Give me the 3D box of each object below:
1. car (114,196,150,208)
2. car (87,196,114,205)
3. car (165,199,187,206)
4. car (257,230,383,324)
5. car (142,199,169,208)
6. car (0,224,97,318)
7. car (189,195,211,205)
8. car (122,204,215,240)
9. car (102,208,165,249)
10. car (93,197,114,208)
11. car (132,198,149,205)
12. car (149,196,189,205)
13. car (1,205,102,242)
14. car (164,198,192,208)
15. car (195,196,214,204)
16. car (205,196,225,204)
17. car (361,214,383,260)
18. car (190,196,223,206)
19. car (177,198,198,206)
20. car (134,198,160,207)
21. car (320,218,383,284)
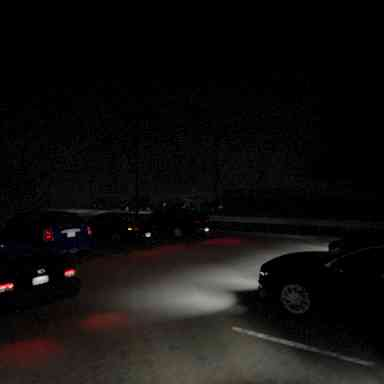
[{"bbox_3d":[-8.210,1.572,48.532,2.150,2.045,5.566,-1,0,35],"label":"car"},{"bbox_3d":[-13.895,1.642,52.615,2.150,2.045,5.566,-1,0,35],"label":"car"},{"bbox_3d":[-3.127,2.019,67.292,1.895,1.301,4.718,-1,0,36],"label":"car"},{"bbox_3d":[3.551,1.510,5.758,4.892,1.490,1.837,0,0,36],"label":"car"},{"bbox_3d":[-6.262,1.986,57.151,1.895,1.301,4.718,-1,0,36],"label":"car"},{"bbox_3d":[-4.711,1.628,7.343,5.357,1.411,2.033,-1,0,36],"label":"car"},{"bbox_3d":[0.162,1.536,54.109,2.150,2.045,5.566,-1,0,37],"label":"car"},{"bbox_3d":[-1.238,1.618,17.773,4.892,1.490,1.837,-1,0,36],"label":"car"},{"bbox_3d":[-3.715,1.644,15.235,4.674,1.442,1.812,-1,0,35],"label":"car"},{"bbox_3d":[-11.710,1.877,49.651,2.128,1.511,4.902,-1,0,36],"label":"car"},{"bbox_3d":[-5.565,1.916,46.206,1.895,1.301,4.718,-1,0,36],"label":"car"},{"bbox_3d":[-2.985,1.632,43.806,2.097,1.767,4.553,-1,0,36],"label":"car"},{"bbox_3d":[-5.797,1.471,12.401,4.553,1.767,2.097,-1,0,35],"label":"car"},{"bbox_3d":[-2.328,1.827,56.619,1.882,1.535,5.008,-1,0,36],"label":"car"},{"bbox_3d":[2.787,1.772,75.279,2.097,1.767,4.553,-1,0,37],"label":"car"},{"bbox_3d":[5.051,1.737,72.523,2.097,1.767,4.553,-1,0,37],"label":"car"},{"bbox_3d":[8.598,1.539,10.754,5.357,1.411,2.033,-1,0,35],"label":"car"},{"bbox_3d":[2.383,1.771,51.210,2.128,1.511,4.902,-1,0,36],"label":"car"},{"bbox_3d":[-0.892,1.947,64.482,1.994,1.385,4.181,-1,0,36],"label":"car"},{"bbox_3d":[-8.123,1.925,60.517,1.837,1.490,4.892,-1,0,36],"label":"car"},{"bbox_3d":[5.893,1.525,8.379,4.674,1.442,1.812,0,0,36],"label":"car"}]
